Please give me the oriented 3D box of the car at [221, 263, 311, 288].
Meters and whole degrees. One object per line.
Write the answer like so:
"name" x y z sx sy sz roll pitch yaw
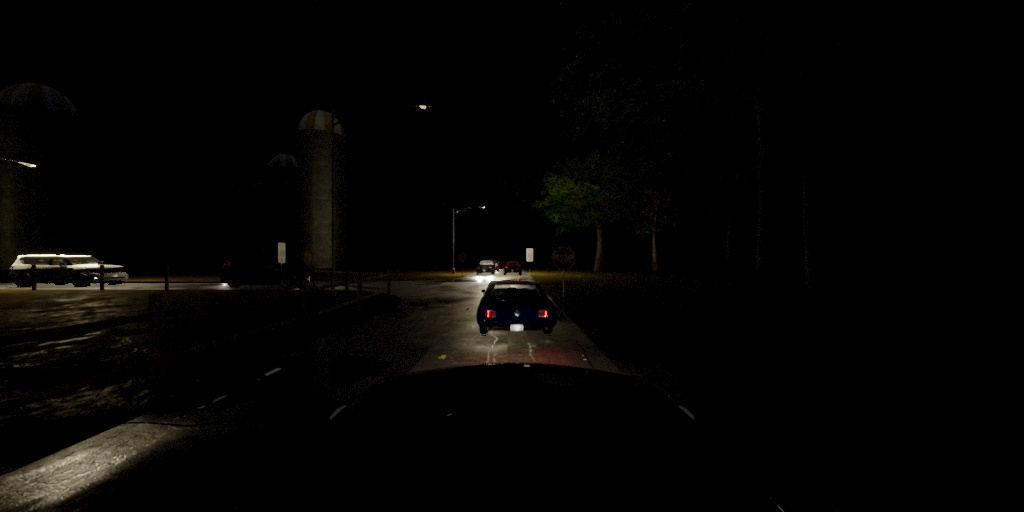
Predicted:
"car" -15.555 1.196 22.810 5.008 1.535 1.882 0 0 -2

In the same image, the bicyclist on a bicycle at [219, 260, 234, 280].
"bicyclist on a bicycle" -22.748 1.141 28.686 0.582 1.620 1.656 0 0 0

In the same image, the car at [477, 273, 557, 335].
"car" 0.041 1.352 10.448 1.895 1.301 4.718 0 0 -2

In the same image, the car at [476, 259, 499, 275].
"car" -2.857 1.278 39.869 2.128 1.511 4.902 0 0 0

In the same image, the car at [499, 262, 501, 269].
"car" -2.858 1.183 49.875 2.097 1.767 4.553 0 0 0

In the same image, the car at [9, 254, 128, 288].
"car" -27.899 0.912 22.656 5.566 2.045 2.150 0 0 -2

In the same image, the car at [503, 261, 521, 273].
"car" 0.068 1.313 40.123 1.812 1.442 4.674 0 0 1
